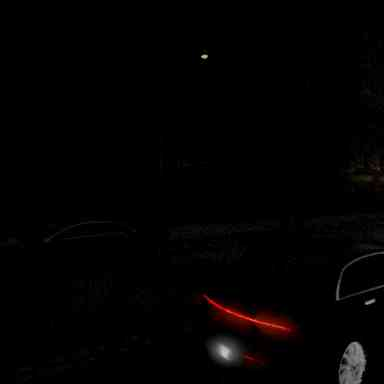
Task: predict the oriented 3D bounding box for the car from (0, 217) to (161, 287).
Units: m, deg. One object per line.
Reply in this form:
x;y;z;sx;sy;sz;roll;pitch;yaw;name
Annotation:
-3.237;1.483;9.362;4.902;1.511;2.128;0;0;-36;car

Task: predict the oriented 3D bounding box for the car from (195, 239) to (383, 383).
2.325;1.492;5.103;4.892;1.490;1.837;-1;0;-35;car
